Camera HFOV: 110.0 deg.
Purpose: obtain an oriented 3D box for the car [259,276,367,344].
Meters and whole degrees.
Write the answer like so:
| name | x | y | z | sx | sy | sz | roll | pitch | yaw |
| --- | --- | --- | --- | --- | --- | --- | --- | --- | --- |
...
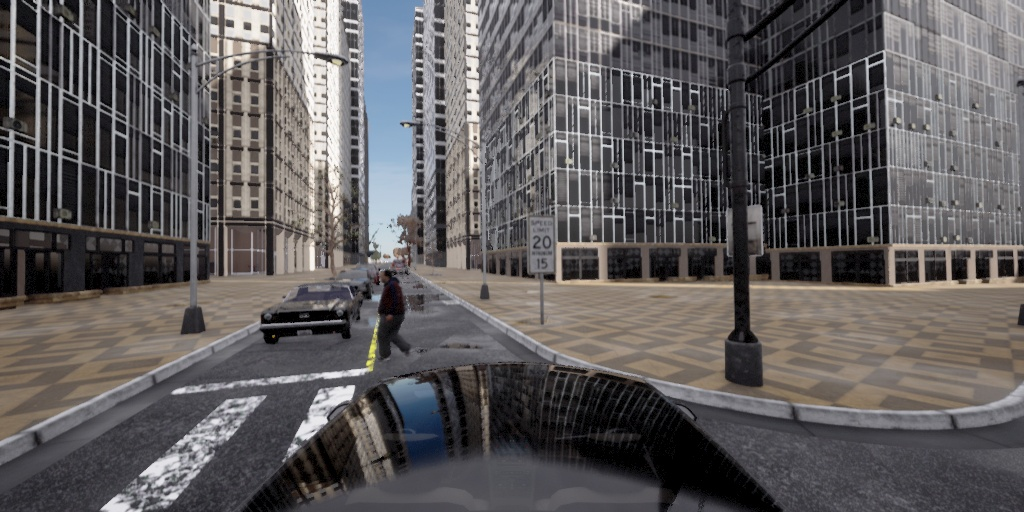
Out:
| name | x | y | z | sx | sy | sz | roll | pitch | yaw |
| --- | --- | --- | --- | --- | --- | --- | --- | --- | --- |
| car | -5.384 | 1.440 | 10.180 | 1.895 | 1.301 | 4.718 | 0 | 0 | -19 |

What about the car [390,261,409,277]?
| name | x | y | z | sx | sy | sz | roll | pitch | yaw |
| --- | --- | --- | --- | --- | --- | --- | --- | --- | --- |
| car | -13.437 | 1.652 | 43.313 | 2.128 | 1.511 | 4.902 | 0 | 0 | -19 |

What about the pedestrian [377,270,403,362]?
| name | x | y | z | sx | sy | sz | roll | pitch | yaw |
| --- | --- | --- | --- | --- | --- | --- | --- | --- | --- |
| pedestrian | -2.364 | 1.080 | 6.954 | 0.375 | 1.860 | 0.375 | 0 | -1 | -19 |

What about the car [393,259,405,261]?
| name | x | y | z | sx | sy | sz | roll | pitch | yaw |
| --- | --- | --- | --- | --- | --- | --- | --- | --- | --- |
| car | -16.652 | 1.483 | 52.865 | 2.150 | 2.045 | 5.566 | 0 | 0 | -19 |

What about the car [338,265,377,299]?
| name | x | y | z | sx | sy | sz | roll | pitch | yaw |
| --- | --- | --- | --- | --- | --- | --- | --- | --- | --- |
| car | -8.375 | 1.438 | 19.051 | 1.837 | 1.490 | 4.892 | 0 | 0 | -19 |

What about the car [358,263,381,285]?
| name | x | y | z | sx | sy | sz | roll | pitch | yaw |
| --- | --- | --- | --- | --- | --- | --- | --- | --- | --- |
| car | -11.541 | 1.385 | 28.471 | 2.097 | 1.767 | 4.553 | 0 | 0 | -19 |
